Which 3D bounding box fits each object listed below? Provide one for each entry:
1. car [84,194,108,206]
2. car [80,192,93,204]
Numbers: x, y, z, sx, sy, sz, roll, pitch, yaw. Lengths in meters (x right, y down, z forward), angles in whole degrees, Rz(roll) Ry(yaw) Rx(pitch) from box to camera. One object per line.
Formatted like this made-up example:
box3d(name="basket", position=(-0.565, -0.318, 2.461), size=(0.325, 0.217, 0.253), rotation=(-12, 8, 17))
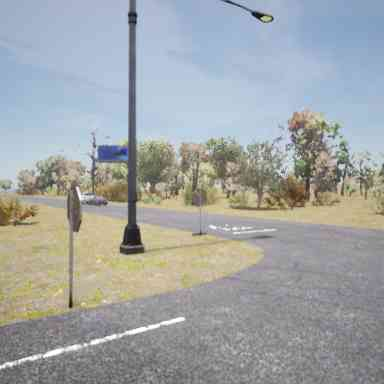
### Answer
box3d(name="car", position=(-15.001, 1.440, 52.979), size=(2.033, 1.411, 5.357), rotation=(0, 0, -33))
box3d(name="car", position=(-18.983, 1.101, 58.936), size=(2.150, 2.045, 5.566), rotation=(0, 0, -34))
